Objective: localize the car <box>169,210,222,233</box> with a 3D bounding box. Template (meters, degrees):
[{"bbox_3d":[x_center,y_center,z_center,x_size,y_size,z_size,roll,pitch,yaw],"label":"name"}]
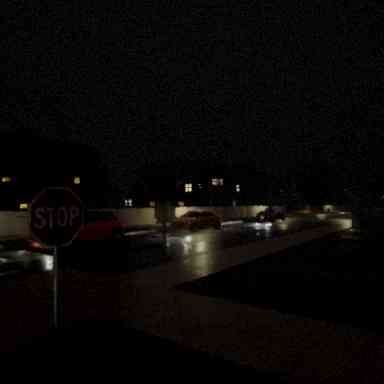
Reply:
[{"bbox_3d":[0.358,2.095,24.469,1.882,1.535,5.008,-1,-2,35],"label":"car"}]

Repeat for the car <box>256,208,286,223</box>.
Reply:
[{"bbox_3d":[8.622,2.468,36.176,2.128,1.511,4.902,-1,-2,35],"label":"car"}]

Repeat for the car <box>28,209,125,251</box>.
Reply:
[{"bbox_3d":[-5.451,1.722,16.127,2.097,1.767,4.553,-1,-2,34],"label":"car"}]
